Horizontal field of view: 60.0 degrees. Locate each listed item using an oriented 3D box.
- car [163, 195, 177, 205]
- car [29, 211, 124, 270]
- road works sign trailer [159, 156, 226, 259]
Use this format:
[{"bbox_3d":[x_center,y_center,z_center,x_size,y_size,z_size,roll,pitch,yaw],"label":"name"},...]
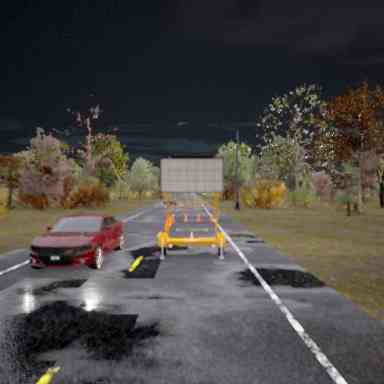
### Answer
[{"bbox_3d":[-3.559,1.278,55.247,2.097,1.767,4.553,0,0,0],"label":"car"},{"bbox_3d":[-3.598,1.461,11.233,1.882,1.535,5.008,0,0,0],"label":"car"},{"bbox_3d":[0.002,0.446,12.541,2.380,3.560,2.880,0,0,0],"label":"road works sign trailer"}]
